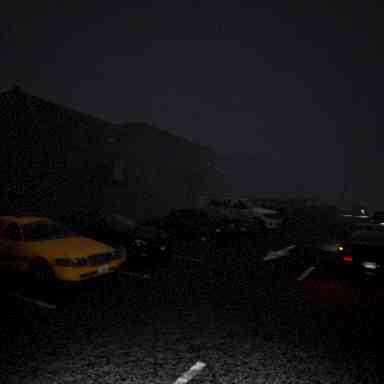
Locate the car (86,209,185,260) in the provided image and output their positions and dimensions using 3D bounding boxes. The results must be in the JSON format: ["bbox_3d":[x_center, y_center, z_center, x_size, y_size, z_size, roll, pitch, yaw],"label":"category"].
[{"bbox_3d":[-3.022,1.388,11.457,5.008,1.535,2.097,2,0,31],"label":"car"}]

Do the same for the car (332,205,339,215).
[{"bbox_3d":[15.781,1.901,42.670,5.566,2.045,2.435,2,0,31],"label":"car"}]

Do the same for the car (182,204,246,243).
[{"bbox_3d":[-0.158,1.523,16.276,4.792,1.488,2.163,2,0,31],"label":"car"}]

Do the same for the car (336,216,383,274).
[{"bbox_3d":[5.743,1.725,10.433,1.812,1.442,4.674,2,0,32],"label":"car"}]

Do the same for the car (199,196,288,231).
[{"bbox_3d":[2.784,1.356,21.052,5.566,2.045,2.435,2,0,31],"label":"car"}]

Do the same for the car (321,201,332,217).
[{"bbox_3d":[11.444,1.704,35.467,5.566,2.045,2.435,2,0,31],"label":"car"}]

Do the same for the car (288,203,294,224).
[{"bbox_3d":[4.189,1.664,23.472,5.008,1.535,2.097,2,0,31],"label":"car"}]

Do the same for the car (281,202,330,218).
[{"bbox_3d":[12.862,2.017,37.880,4.892,1.521,2.231,2,0,31],"label":"car"}]

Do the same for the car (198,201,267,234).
[{"bbox_3d":[1.303,1.550,18.662,4.892,1.521,2.231,2,0,31],"label":"car"}]

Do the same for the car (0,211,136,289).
[{"bbox_3d":[-4.300,1.341,8.958,5.366,1.575,1.946,2,0,31],"label":"car"}]

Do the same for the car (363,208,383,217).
[{"bbox_3d":[13.216,2.057,22.890,1.994,1.385,4.181,2,0,32],"label":"car"}]

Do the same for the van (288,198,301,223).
[{"bbox_3d":[5.744,1.499,25.814,4.442,1.987,1.878,2,0,31],"label":"van"}]

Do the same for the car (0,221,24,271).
[{"bbox_3d":[-5.877,1.321,6.635,4.792,1.488,2.163,2,0,31],"label":"car"}]

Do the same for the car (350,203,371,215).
[{"bbox_3d":[23.048,2.478,45.698,1.837,1.490,4.892,2,-1,32],"label":"car"}]

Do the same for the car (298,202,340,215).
[{"bbox_3d":[17.188,2.225,45.084,4.892,1.521,2.231,2,-1,31],"label":"car"}]

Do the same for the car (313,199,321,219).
[{"bbox_3d":[9.945,1.768,33.098,4.553,1.767,2.185,2,0,31],"label":"car"}]

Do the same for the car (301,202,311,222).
[{"bbox_3d":[7.074,1.780,28.278,4.892,1.521,2.231,2,0,31],"label":"car"}]

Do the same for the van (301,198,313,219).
[{"bbox_3d":[8.431,1.608,30.739,4.442,1.987,1.878,2,0,31],"label":"van"}]
